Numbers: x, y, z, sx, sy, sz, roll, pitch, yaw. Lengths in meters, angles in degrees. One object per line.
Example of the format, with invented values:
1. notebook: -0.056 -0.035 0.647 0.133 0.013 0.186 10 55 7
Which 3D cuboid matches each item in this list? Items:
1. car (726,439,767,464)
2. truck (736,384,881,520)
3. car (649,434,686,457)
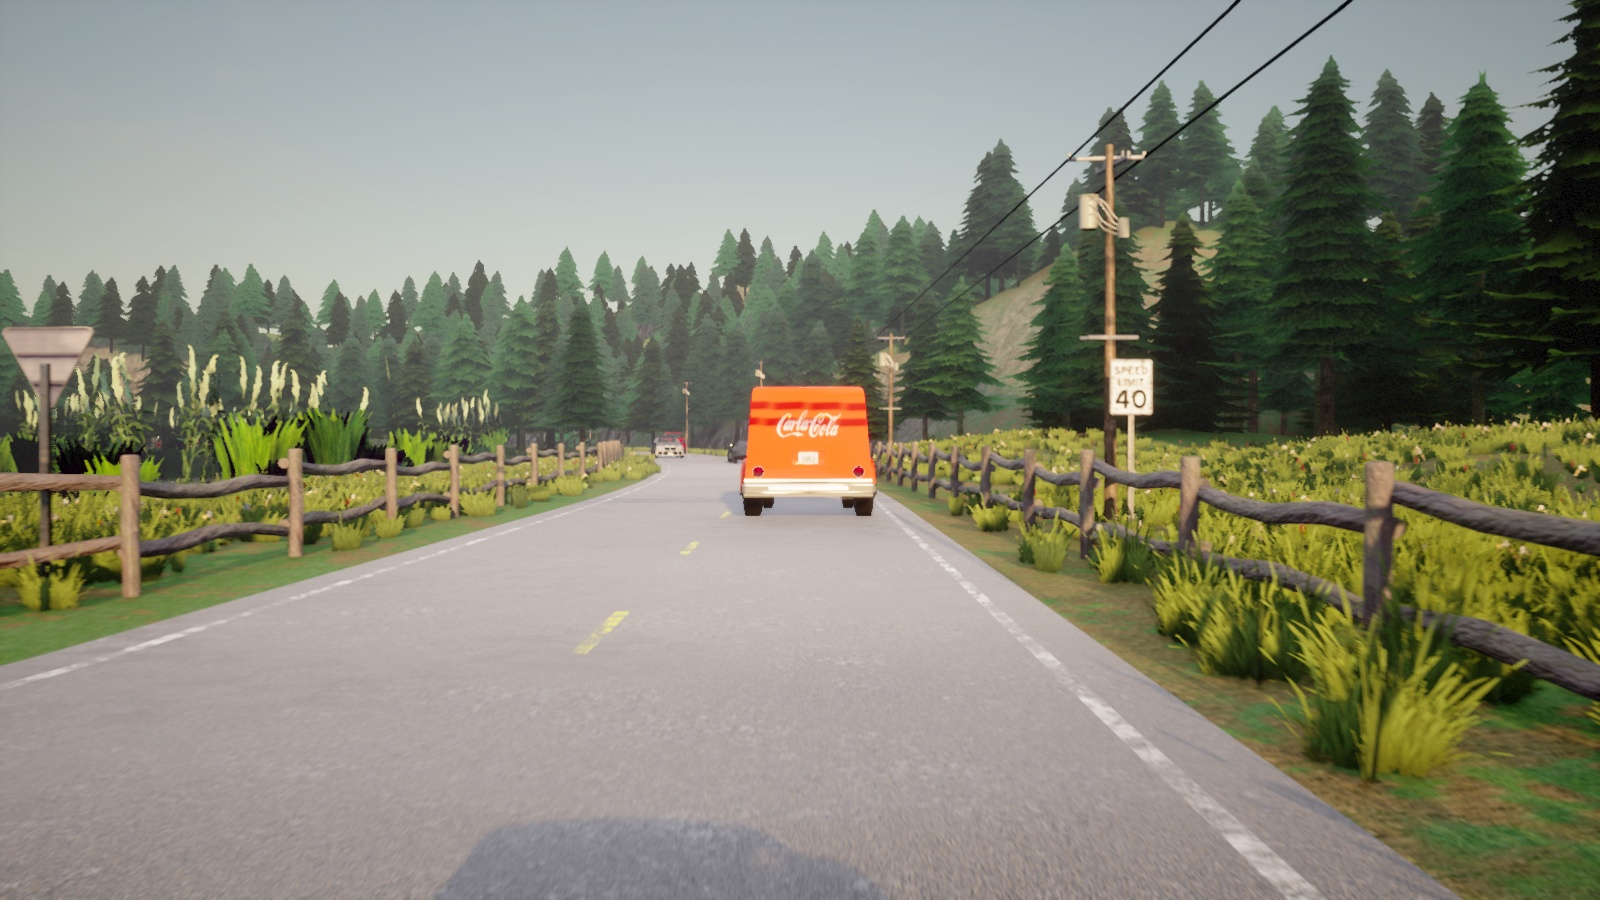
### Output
1. car: -3.189 0.070 74.372 1.994 1.385 4.181 0 1 -8
2. truck: 0.158 0.008 25.386 2.627 2.467 5.204 0 1 0
3. car: -9.904 -0.344 93.745 2.242 1.667 4.611 0 1 -12
